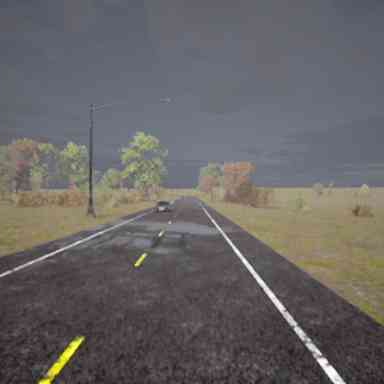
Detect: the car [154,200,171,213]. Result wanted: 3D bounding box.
[{"bbox_3d":[-3.558,1.752,41.370,1.812,1.442,4.674,0,0,0],"label":"car"}]
